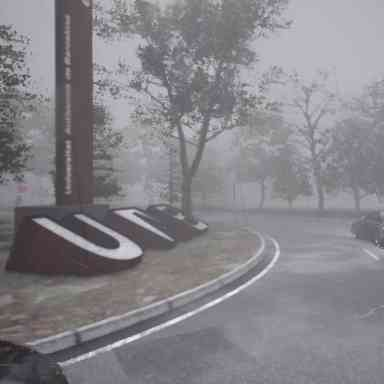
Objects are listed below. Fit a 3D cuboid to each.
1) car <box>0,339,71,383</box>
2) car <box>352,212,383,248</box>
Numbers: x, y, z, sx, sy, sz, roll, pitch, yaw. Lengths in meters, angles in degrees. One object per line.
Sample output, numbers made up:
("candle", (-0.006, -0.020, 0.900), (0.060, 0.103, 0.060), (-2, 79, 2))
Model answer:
("car", (-2.998, 1.524, 1.377), (4.902, 1.511, 2.128), (0, 0, -33))
("car", (8.535, 1.548, 14.490), (1.994, 1.385, 4.181), (0, 0, 9))
